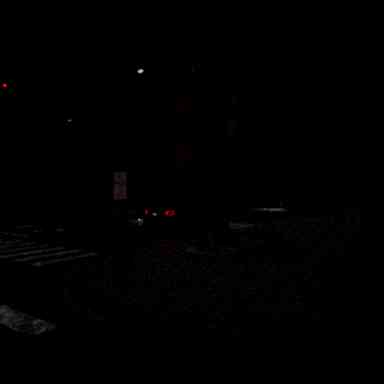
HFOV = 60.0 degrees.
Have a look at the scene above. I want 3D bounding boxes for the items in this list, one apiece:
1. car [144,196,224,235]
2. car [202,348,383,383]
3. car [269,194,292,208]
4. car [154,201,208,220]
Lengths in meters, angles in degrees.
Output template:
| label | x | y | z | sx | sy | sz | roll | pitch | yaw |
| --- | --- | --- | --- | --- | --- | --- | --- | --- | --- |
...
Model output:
| label | x | y | z | sx | sy | sz | roll | pitch | yaw |
| --- | --- | --- | --- | --- | --- | --- | --- | --- | --- |
| car | -0.320 | 1.251 | 19.364 | 2.150 | 2.045 | 5.566 | 0 | 0 | 37 |
| car | 1.864 | 1.551 | 1.514 | 4.403 | 1.369 | 2.008 | 0 | 0 | 36 |
| car | 13.165 | 1.316 | 49.611 | 2.150 | 2.045 | 5.566 | 0 | 0 | 36 |
| car | -0.841 | 1.582 | 29.999 | 2.033 | 1.411 | 5.357 | 0 | 0 | 35 |
